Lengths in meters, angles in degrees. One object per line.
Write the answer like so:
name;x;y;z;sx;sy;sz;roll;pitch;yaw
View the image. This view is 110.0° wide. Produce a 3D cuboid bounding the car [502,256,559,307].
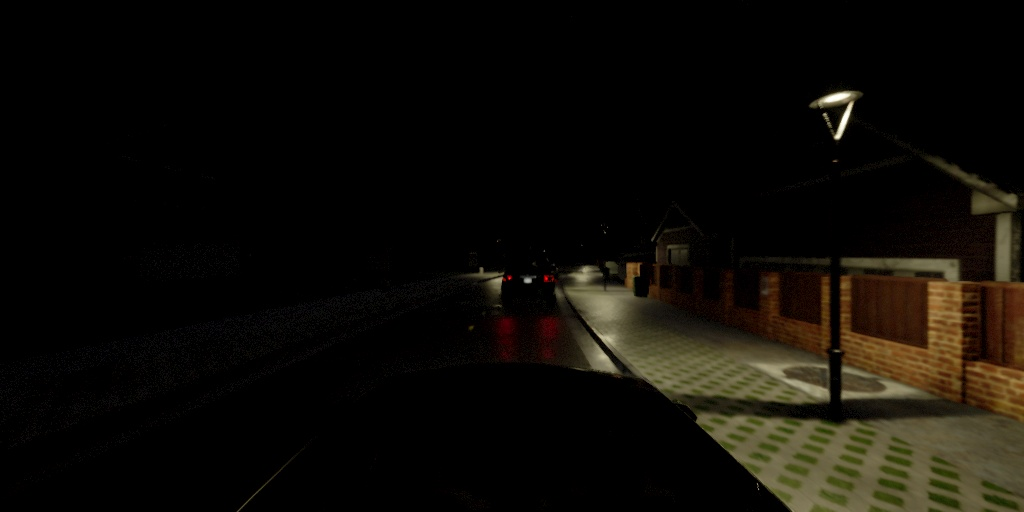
car;0.812;1.035;16.188;2.150;2.045;5.566;0;0;5
